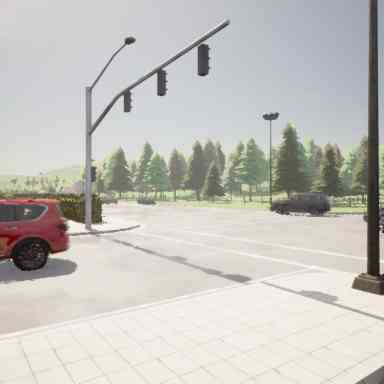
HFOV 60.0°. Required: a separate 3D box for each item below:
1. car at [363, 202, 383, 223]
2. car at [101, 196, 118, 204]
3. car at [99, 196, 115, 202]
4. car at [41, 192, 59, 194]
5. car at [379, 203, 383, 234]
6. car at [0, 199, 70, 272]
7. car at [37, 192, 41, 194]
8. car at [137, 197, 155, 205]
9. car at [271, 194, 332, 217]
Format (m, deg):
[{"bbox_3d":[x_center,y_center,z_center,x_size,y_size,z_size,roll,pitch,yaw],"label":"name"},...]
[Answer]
[{"bbox_3d":[14.194,1.491,23.919,4.902,1.511,2.128,0,0,-35],"label":"car"},{"bbox_3d":[-16.040,1.564,64.566,1.994,1.385,4.181,0,0,-35],"label":"car"},{"bbox_3d":[-19.269,1.553,75.256,1.994,1.385,4.181,0,0,-35],"label":"car"},{"bbox_3d":[-24.127,1.221,57.611,2.150,2.045,5.566,0,0,-35],"label":"car"},{"bbox_3d":[12.026,1.505,18.079,4.892,1.490,1.837,0,0,-35],"label":"car"},{"bbox_3d":[-6.345,1.222,9.294,5.566,2.045,2.150,0,0,-35],"label":"car"},{"bbox_3d":[-29.798,1.058,65.852,2.150,2.045,5.566,0,0,-35],"label":"car"},{"bbox_3d":[-8.319,1.563,59.512,1.994,1.385,4.181,0,0,-35],"label":"car"},{"bbox_3d":[10.445,1.222,31.910,5.566,2.045,2.150,0,2,36],"label":"car"}]
